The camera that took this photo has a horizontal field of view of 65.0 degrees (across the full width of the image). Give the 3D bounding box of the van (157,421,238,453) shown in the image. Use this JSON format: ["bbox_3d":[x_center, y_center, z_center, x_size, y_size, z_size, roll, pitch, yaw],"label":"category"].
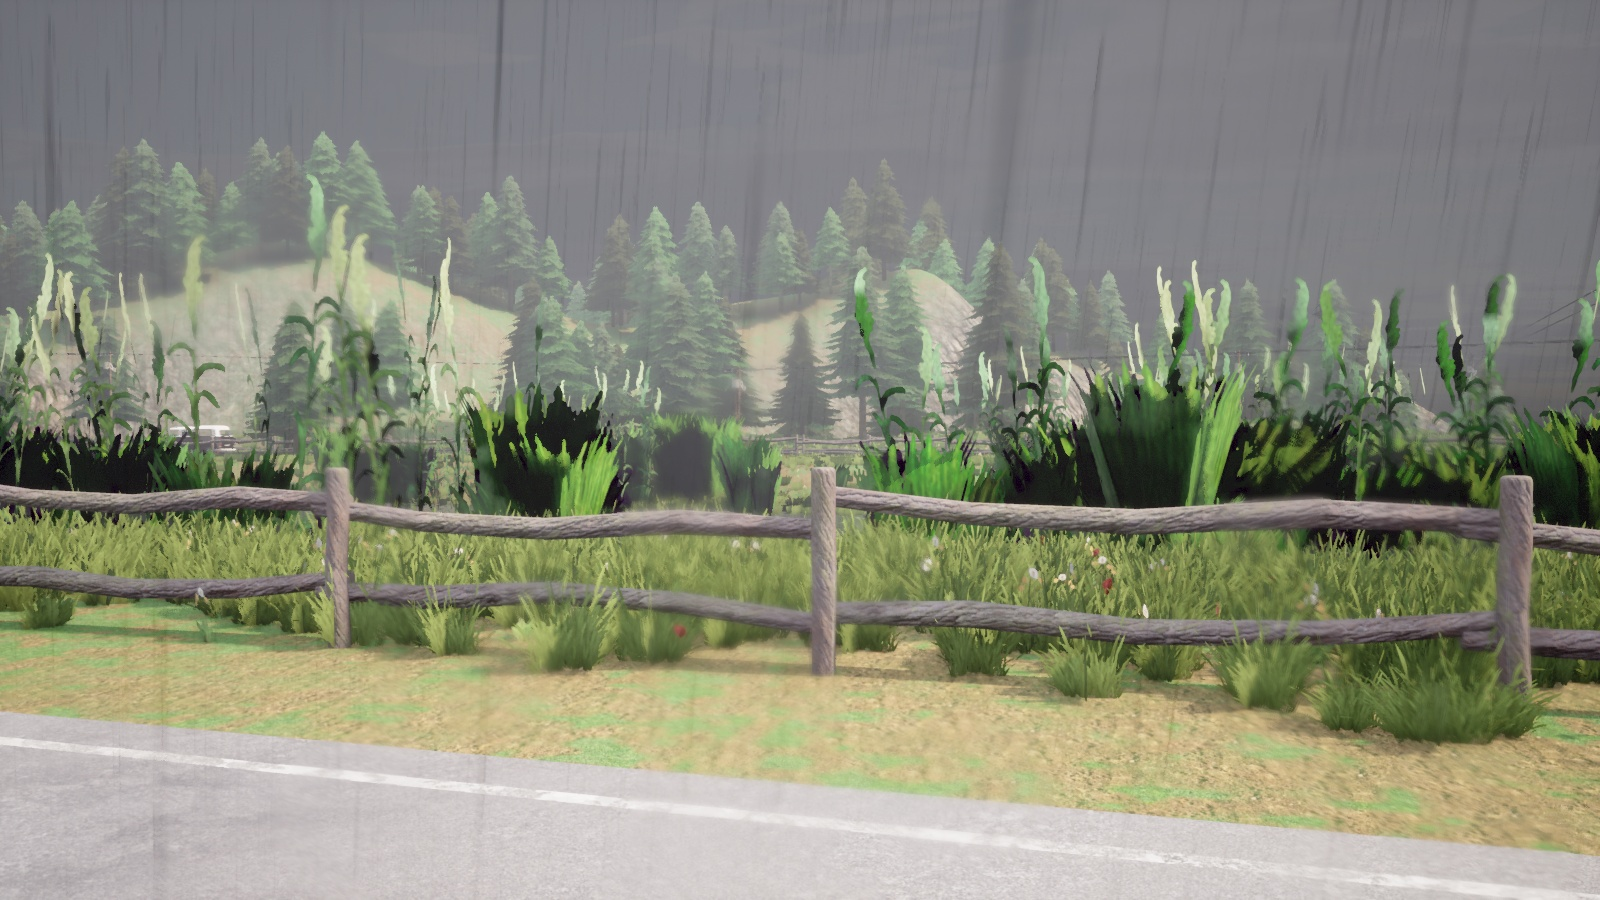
[{"bbox_3d":[-39.610,-0.886,82.555,4.480,2.038,2.069,0,1,12],"label":"van"}]
